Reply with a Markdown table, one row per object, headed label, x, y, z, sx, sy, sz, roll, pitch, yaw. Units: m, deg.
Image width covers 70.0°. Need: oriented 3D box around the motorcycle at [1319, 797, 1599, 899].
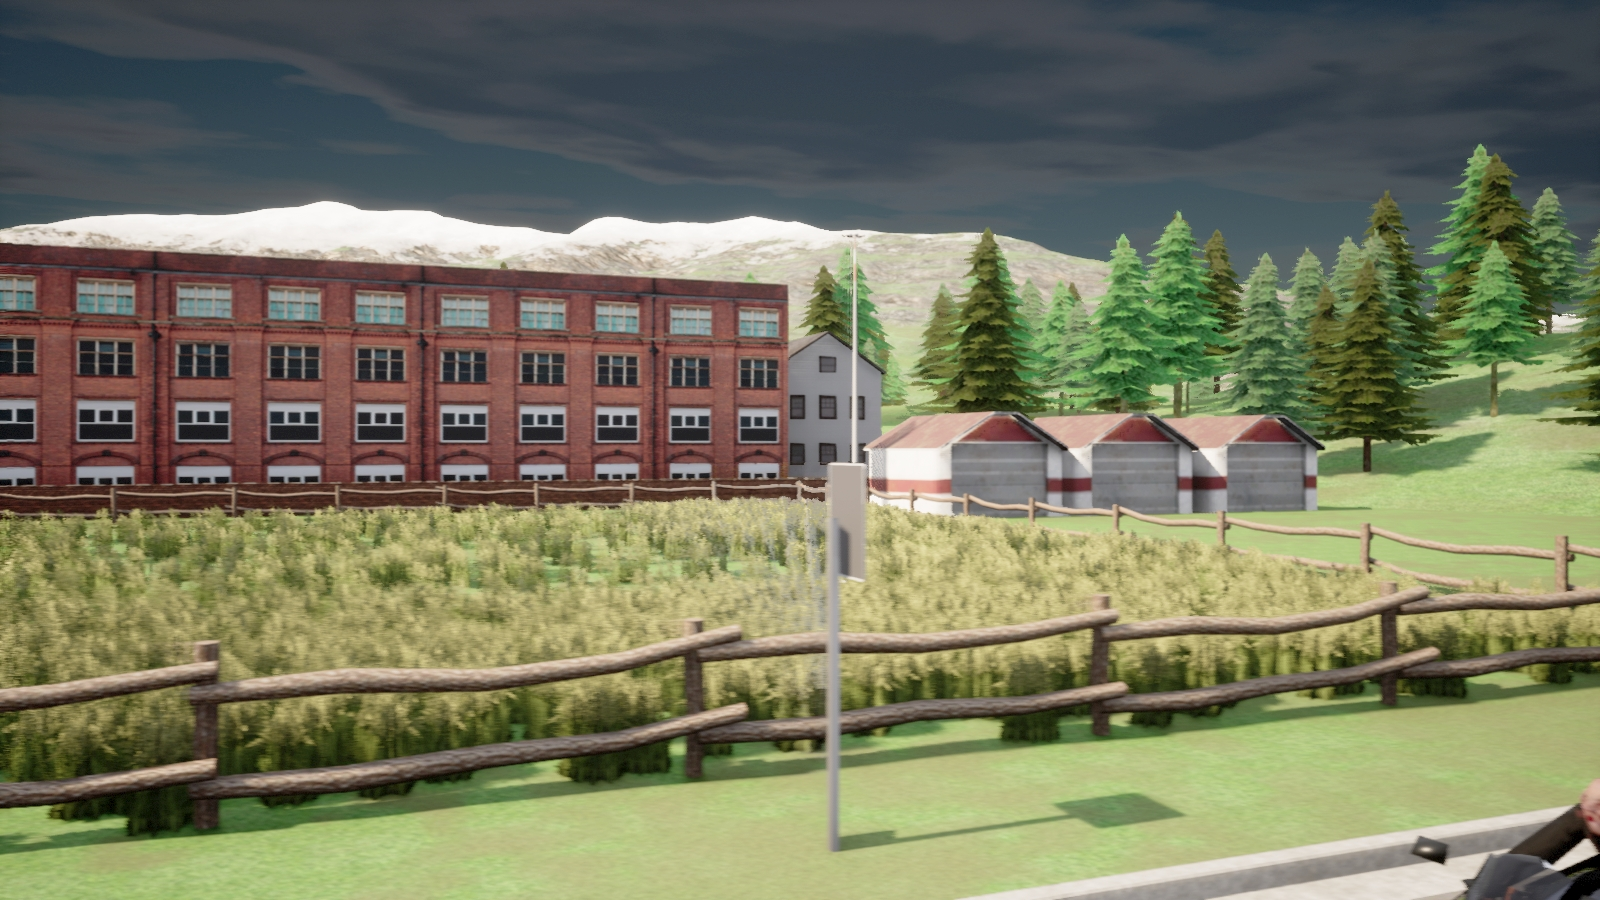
| label | x | y | z | sx | sy | sz | roll | pitch | yaw |
| --- | --- | --- | --- | --- | --- | --- | --- | --- | --- |
| motorcycle | 3.286 | 2.201 | 4.598 | 2.209 | 1.251 | 0.867 | 0 | 0 | -20 |
